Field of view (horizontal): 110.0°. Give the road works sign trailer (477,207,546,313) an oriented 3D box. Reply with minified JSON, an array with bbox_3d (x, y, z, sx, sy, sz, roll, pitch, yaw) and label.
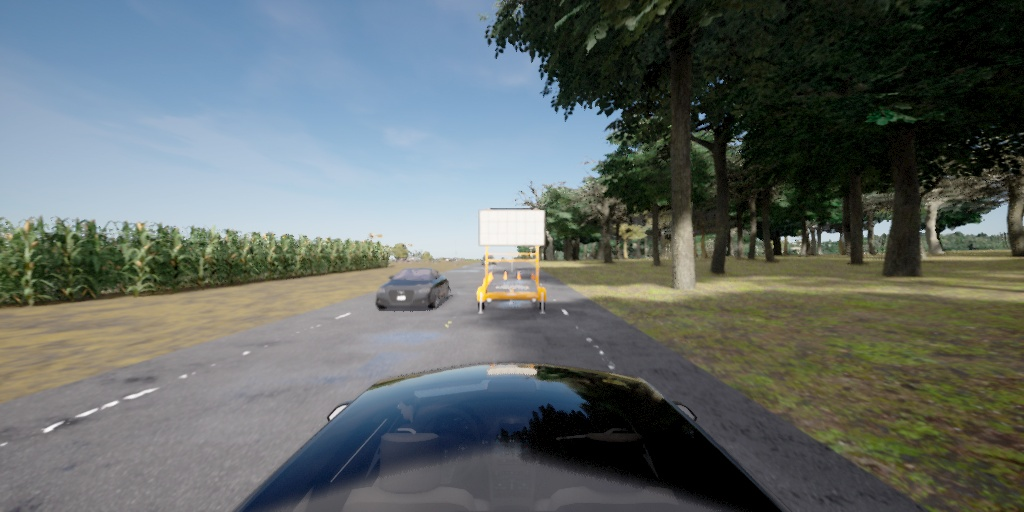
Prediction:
[{"bbox_3d":[0.000,0.050,13.018,2.380,3.560,2.880,0,0,1],"label":"road works sign trailer"}]

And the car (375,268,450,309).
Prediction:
[{"bbox_3d":[-3.598,1.141,13.639,1.994,1.385,4.181,0,1,0],"label":"car"}]

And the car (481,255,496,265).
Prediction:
[{"bbox_3d":[-3.564,0.499,55.333,2.097,1.767,4.553,0,0,0],"label":"car"}]
